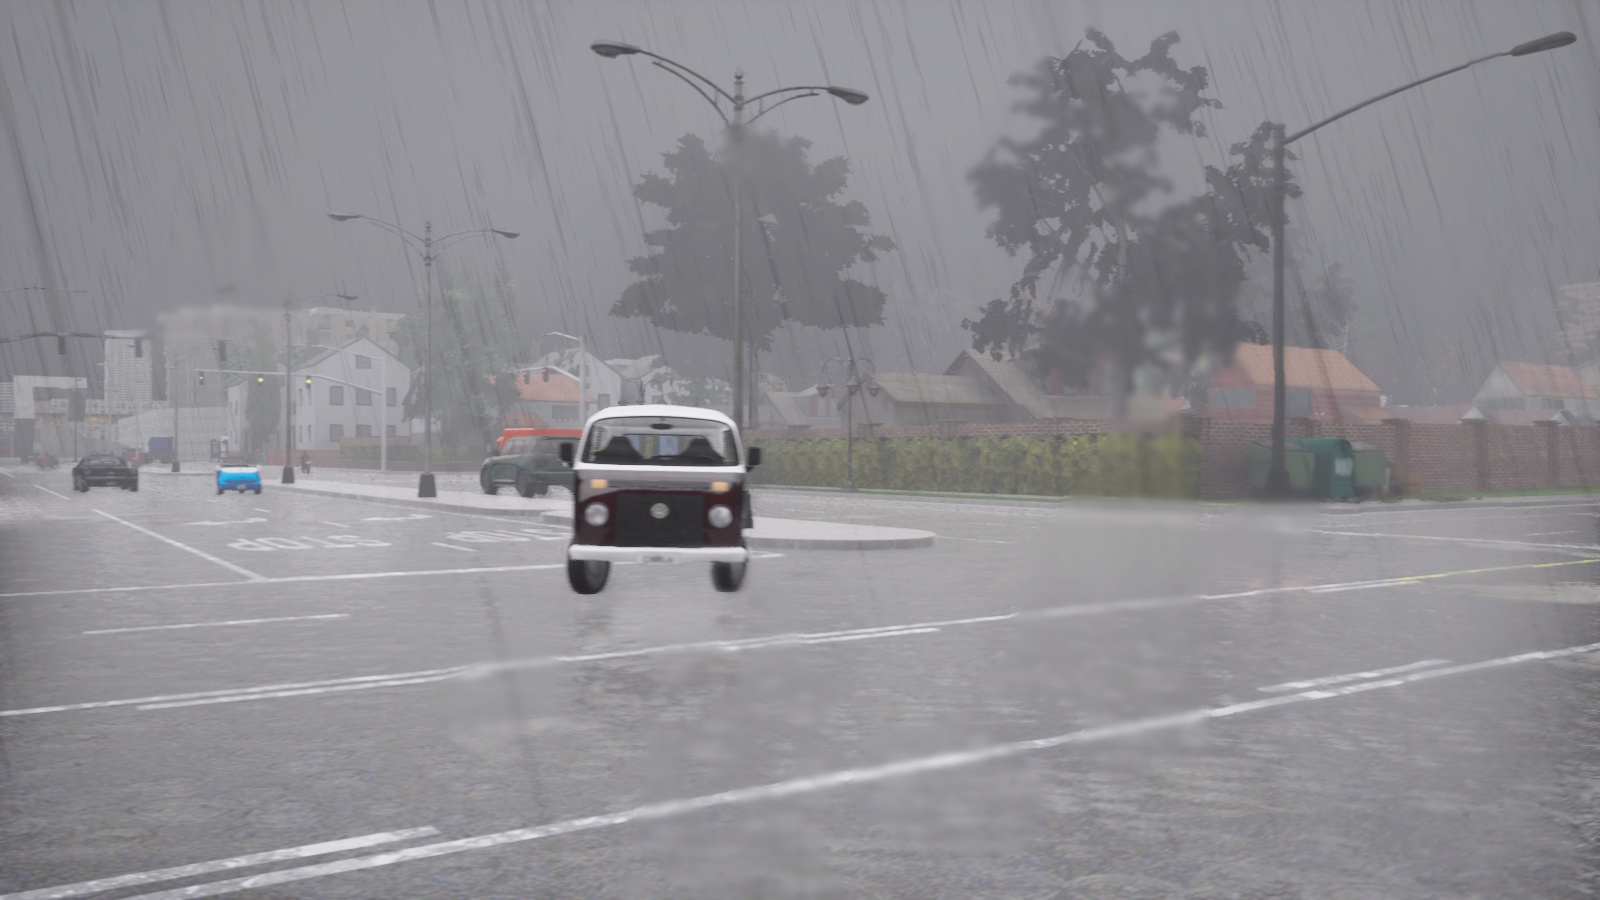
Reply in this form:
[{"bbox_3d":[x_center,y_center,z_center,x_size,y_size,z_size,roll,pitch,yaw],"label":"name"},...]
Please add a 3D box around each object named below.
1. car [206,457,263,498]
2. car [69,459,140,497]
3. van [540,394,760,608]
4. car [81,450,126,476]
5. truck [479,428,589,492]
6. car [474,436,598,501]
[{"bbox_3d":[-19.812,0.940,43.971,1.481,1.376,2.207,0,0,-34],"label":"car"},{"bbox_3d":[-25.973,1.004,46.841,1.895,1.301,4.718,0,0,-34],"label":"car"},{"bbox_3d":[-1.641,0.504,14.365,2.069,2.038,4.480,1,0,-5],"label":"van"},{"bbox_3d":[-45.367,0.801,81.799,2.152,1.651,5.027,0,0,-34],"label":"car"},{"bbox_3d":[-10.933,0.399,51.376,2.627,2.467,5.204,0,0,-34],"label":"truck"},{"bbox_3d":[-8.947,0.579,42.182,2.150,2.045,5.566,0,0,-34],"label":"car"}]
